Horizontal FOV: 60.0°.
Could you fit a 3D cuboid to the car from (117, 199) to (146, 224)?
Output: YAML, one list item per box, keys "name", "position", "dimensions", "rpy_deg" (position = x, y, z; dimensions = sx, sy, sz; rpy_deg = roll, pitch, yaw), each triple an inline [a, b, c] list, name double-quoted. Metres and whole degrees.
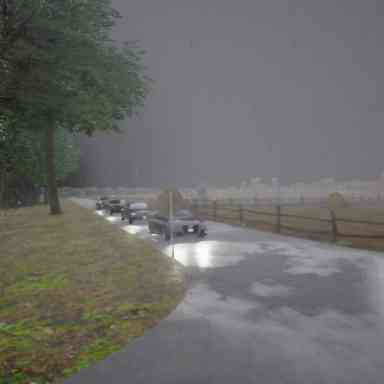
- name: "car"
  position: [-4.072, 1.468, 24.796]
  dimensions: [1.812, 1.442, 4.674]
  rpy_deg: [-1, 1, -22]

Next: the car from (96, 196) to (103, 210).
- name: "car"
  position: [-10.995, 1.314, 42.359]
  dimensions: [2.097, 1.767, 4.553]
  rpy_deg: [-1, 0, -21]

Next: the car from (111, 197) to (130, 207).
- name: "car"
  position: [-10.736, 1.510, 49.605]
  dimensions: [1.895, 1.301, 4.718]
  rpy_deg: [-1, 0, -22]

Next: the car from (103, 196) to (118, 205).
- name: "car"
  position: [-14.392, 1.501, 58.859]
  dimensions: [1.994, 1.385, 4.181]
  rpy_deg: [-1, 0, -22]

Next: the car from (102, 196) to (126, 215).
- name: "car"
  position: [-7.484, 1.423, 33.406]
  dimensions: [1.882, 1.535, 5.008]
  rpy_deg: [-1, 1, -21]

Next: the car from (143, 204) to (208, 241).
- name: "car"
  position: [-0.803, 1.514, 16.572]
  dimensions: [1.994, 1.385, 4.181]
  rpy_deg: [-1, 1, -22]
